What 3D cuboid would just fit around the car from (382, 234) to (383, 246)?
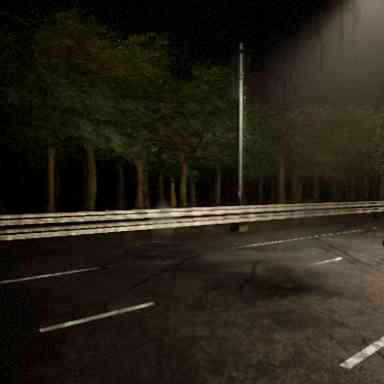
[{"bbox_3d":[8.613,1.572,11.571,4.718,1.301,1.895,0,1,-37],"label":"car"}]
